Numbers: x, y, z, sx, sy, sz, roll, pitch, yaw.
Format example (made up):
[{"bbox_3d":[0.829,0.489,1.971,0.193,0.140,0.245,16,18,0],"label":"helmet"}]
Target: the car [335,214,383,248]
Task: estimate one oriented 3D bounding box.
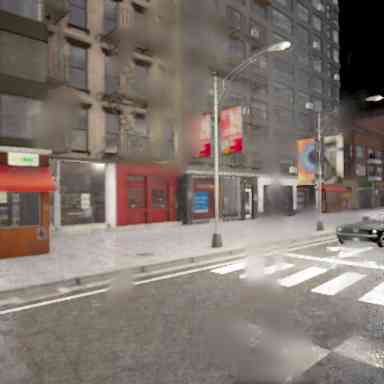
[{"bbox_3d":[8.660,1.741,15.829,4.718,1.301,1.895,0,-1,-43],"label":"car"}]
